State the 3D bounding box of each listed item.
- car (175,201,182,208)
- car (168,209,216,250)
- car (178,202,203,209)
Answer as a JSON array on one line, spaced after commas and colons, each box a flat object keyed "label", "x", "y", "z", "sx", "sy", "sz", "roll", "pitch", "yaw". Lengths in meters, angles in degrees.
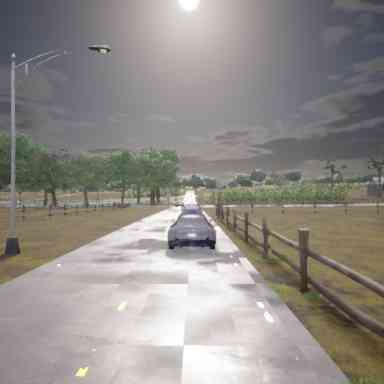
[{"label": "car", "x": -2.750, "y": 2.788, "z": 73.773, "sx": 1.994, "sy": 1.385, "sz": 4.181, "roll": 0, "pitch": -1, "yaw": 0}, {"label": "car", "x": 0.000, "y": 1.636, "z": 14.659, "sx": 1.994, "sy": 1.385, "sz": 4.181, "roll": 0, "pitch": 0, "yaw": 0}, {"label": "car", "x": 0.000, "y": 1.790, "z": 29.670, "sx": 1.812, "sy": 1.442, "sz": 4.674, "roll": 0, "pitch": -1, "yaw": 0}]
